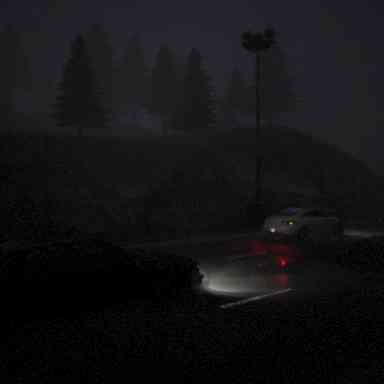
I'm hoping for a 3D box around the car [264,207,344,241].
[{"bbox_3d":[5.515,1.483,16.284,4.674,1.442,1.812,0,0,-36],"label":"car"}]

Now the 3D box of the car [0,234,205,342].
[{"bbox_3d":[-2.353,1.541,6.367,5.357,1.411,2.033,0,0,-36],"label":"car"}]
